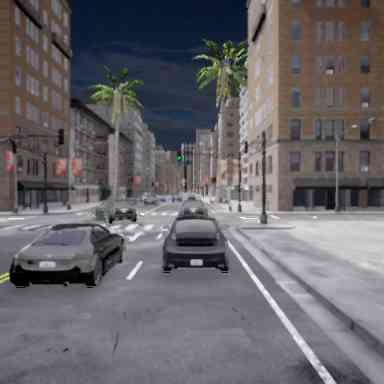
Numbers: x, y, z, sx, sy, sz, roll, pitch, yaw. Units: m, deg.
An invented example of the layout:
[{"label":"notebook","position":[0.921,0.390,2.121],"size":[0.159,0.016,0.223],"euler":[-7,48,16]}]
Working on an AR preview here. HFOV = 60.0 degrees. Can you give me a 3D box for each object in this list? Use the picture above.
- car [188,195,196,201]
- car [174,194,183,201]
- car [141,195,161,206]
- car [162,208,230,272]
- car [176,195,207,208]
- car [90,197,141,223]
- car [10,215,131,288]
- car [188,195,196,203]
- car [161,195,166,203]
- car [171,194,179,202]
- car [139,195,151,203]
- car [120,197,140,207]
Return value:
[{"label":"car","position":[-0.003,1.381,81.394],"size":[1.994,1.385,4.181],"euler":[0,0,0]},{"label":"car","position":[-3.253,1.353,81.394],"size":[2.128,1.511,4.902],"euler":[0,0,0]},{"label":"car","position":[-6.571,1.457,53.318],"size":[1.837,1.490,4.892],"euler":[0,0,0]},{"label":"car","position":[0.098,1.491,10.708],"size":[1.837,1.490,4.892],"euler":[0,0,0]},{"label":"car","position":[0.095,1.323,25.450],"size":[2.097,1.767,4.553],"euler":[0,0,0]},{"label":"car","position":[-5.970,1.344,24.995],"size":[2.097,1.767,4.553],"euler":[-1,1,-34]},{"label":"car","position":[-3.151,1.550,9.256],"size":[1.994,1.385,4.181],"euler":[0,0,0]},{"label":"car","position":[-0.002,1.430,70.971],"size":[1.837,1.490,4.892],"euler":[0,0,0]},{"label":"car","position":[-6.502,1.412,69.434],"size":[1.882,1.535,5.008],"euler":[0,0,0]},{"label":"car","position":[-3.252,1.288,71.359],"size":[2.097,1.767,4.553],"euler":[0,0,0]},{"label":"car","position":[-9.752,1.466,68.750],"size":[1.812,1.442,4.674],"euler":[0,0,0]},{"label":"car","position":[-9.821,1.498,52.990],"size":[2.033,1.411,5.357],"euler":[0,0,0]}]
